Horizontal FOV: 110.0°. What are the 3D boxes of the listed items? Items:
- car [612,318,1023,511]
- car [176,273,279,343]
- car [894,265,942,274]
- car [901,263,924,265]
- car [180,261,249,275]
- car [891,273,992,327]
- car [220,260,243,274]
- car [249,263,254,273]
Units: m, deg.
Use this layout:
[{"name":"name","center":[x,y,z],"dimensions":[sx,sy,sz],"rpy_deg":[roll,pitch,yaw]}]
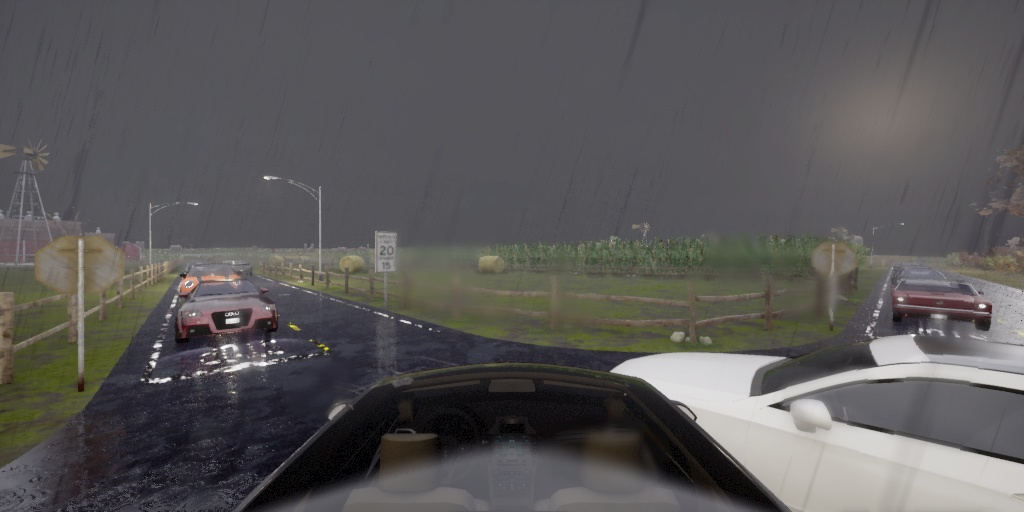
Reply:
[{"name":"car","center":[2.836,1.294,2.391],"dimensions":[1.812,1.442,4.674],"rpy_deg":[0,1,-44]},{"name":"car","center":[-7.954,1.355,9.962],"dimensions":[1.994,1.385,4.181],"rpy_deg":[0,0,-43]},{"name":"car","center":[20.570,1.362,18.042],"dimensions":[5.357,1.411,2.033],"rpy_deg":[0,1,-43]},{"name":"car","center":[27.315,1.400,24.307],"dimensions":[4.181,1.385,1.994],"rpy_deg":[0,1,-43]},{"name":"car","center":[-13.740,1.140,16.437],"dimensions":[2.097,1.767,4.553],"rpy_deg":[0,0,-42]},{"name":"car","center":[13.502,1.398,11.469],"dimensions":[4.718,1.301,1.895],"rpy_deg":[0,1,-43]},{"name":"car","center":[-33.765,1.304,43.095],"dimensions":[1.837,1.490,4.892],"rpy_deg":[0,0,-42]},{"name":"car","center":[-27.033,1.283,35.647],"dimensions":[2.128,1.511,4.902],"rpy_deg":[0,0,-42]}]
